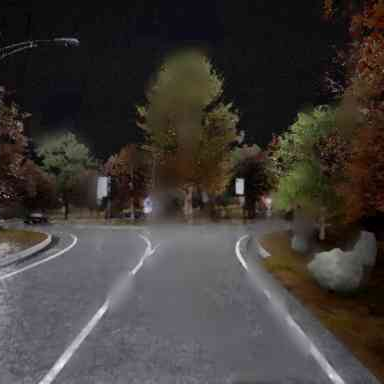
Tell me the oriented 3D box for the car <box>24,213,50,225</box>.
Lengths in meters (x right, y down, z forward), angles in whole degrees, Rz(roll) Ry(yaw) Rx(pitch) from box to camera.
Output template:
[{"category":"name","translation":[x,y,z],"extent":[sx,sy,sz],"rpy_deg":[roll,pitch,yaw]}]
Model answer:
[{"category":"car","translation":[-19.459,3.377,41.974],"extent":[2.033,1.411,5.357],"rpy_deg":[0,-3,-10]}]

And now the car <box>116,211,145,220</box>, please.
[{"category":"car","translation":[-10.922,4.124,59.170],"extent":[5.008,1.535,1.882],"rpy_deg":[2,-4,-26]}]
